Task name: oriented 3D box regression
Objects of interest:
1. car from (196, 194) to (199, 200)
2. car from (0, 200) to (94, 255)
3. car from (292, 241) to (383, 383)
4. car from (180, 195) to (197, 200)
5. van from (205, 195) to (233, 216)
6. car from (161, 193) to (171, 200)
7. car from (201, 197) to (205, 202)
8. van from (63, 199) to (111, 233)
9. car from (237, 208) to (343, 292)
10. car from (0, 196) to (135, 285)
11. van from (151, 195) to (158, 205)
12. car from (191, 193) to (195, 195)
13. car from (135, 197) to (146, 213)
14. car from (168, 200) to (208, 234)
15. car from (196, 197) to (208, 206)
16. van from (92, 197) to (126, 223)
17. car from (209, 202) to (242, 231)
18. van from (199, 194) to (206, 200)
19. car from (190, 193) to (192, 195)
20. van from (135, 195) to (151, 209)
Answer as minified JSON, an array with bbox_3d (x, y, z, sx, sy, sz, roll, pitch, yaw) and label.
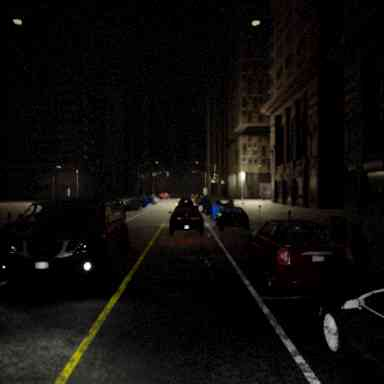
[{"bbox_3d":[1.749,1.365,48.615,1.967,1.590,4.097,0,0,-1],"label":"car"},{"bbox_3d":[-6.052,1.324,14.368,2.192,1.841,5.009,0,0,-1],"label":"car"},{"bbox_3d":[2.713,1.532,3.205,2.008,1.369,4.403,0,0,-1],"label":"car"},{"bbox_3d":[-0.741,1.452,40.261,1.837,1.490,4.892,0,0,-1],"label":"car"},{"bbox_3d":[2.230,1.292,25.911,1.690,1.788,3.998,0,0,-1],"label":"van"},{"bbox_3d":[-7.708,1.246,92.384,2.192,1.841,5.009,0,0,-1],"label":"car"},{"bbox_3d":[2.111,1.488,31.587,1.887,1.381,4.507,0,0,-1],"label":"car"},{"bbox_3d":[-6.172,1.342,20.044,1.690,1.788,3.998,0,0,-1],"label":"van"},{"bbox_3d":[2.592,1.413,8.881,1.967,1.590,4.097,0,0,-1],"label":"car"},{"bbox_3d":[-3.287,1.223,9.928,2.150,2.045,5.566,0,0,-1],"label":"car"},{"bbox_3d":[-6.895,1.304,54.101,1.690,1.788,3.998,0,0,-1],"label":"van"},{"bbox_3d":[1.507,1.229,59.968,2.192,1.841,5.009,0,0,-1],"label":"car"},{"bbox_3d":[-6.532,1.562,37.073,1.802,1.307,4.206,0,0,-1],"label":"car"},{"bbox_3d":[-0.304,1.480,19.077,1.837,1.490,4.892,0,1,-1],"label":"car"},{"bbox_3d":[1.629,1.502,54.292,1.802,1.307,4.206,0,0,-1],"label":"car"},{"bbox_3d":[-6.293,1.335,25.720,1.690,1.788,3.998,0,0,-1],"label":"van"},{"bbox_3d":[2.352,1.508,20.234,2.008,1.369,4.403,0,0,-1],"label":"car"},{"bbox_3d":[1.989,1.278,37.263,1.690,1.788,3.998,0,0,-1],"label":"van"},{"bbox_3d":[0.936,1.443,86.935,2.008,1.369,4.403,0,0,-1],"label":"car"},{"bbox_3d":[-6.654,1.315,42.749,1.690,1.788,3.998,0,0,-1],"label":"van"}]
